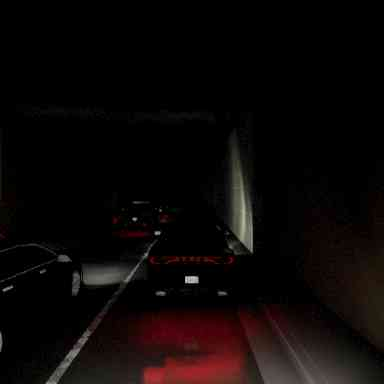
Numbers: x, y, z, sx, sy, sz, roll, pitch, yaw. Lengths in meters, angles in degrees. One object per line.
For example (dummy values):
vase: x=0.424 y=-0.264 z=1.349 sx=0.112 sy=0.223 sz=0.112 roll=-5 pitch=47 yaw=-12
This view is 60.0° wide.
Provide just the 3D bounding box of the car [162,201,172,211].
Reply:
car: x=-3.296 y=1.601 z=37.067 sx=1.895 sy=1.301 sz=4.718 roll=0 pitch=0 yaw=0

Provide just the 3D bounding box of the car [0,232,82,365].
car: x=-3.298 y=1.505 z=5.355 sx=1.837 sy=1.490 sz=4.892 roll=0 pitch=0 yaw=0

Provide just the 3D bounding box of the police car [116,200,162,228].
police car: x=-3.396 y=1.425 z=22.290 sx=1.930 sy=1.638 sz=5.238 roll=0 pitch=0 yaw=0

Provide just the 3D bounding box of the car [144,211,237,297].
car: x=-0.006 y=1.477 z=8.650 sx=1.882 sy=1.535 sz=5.008 roll=0 pitch=0 yaw=0
